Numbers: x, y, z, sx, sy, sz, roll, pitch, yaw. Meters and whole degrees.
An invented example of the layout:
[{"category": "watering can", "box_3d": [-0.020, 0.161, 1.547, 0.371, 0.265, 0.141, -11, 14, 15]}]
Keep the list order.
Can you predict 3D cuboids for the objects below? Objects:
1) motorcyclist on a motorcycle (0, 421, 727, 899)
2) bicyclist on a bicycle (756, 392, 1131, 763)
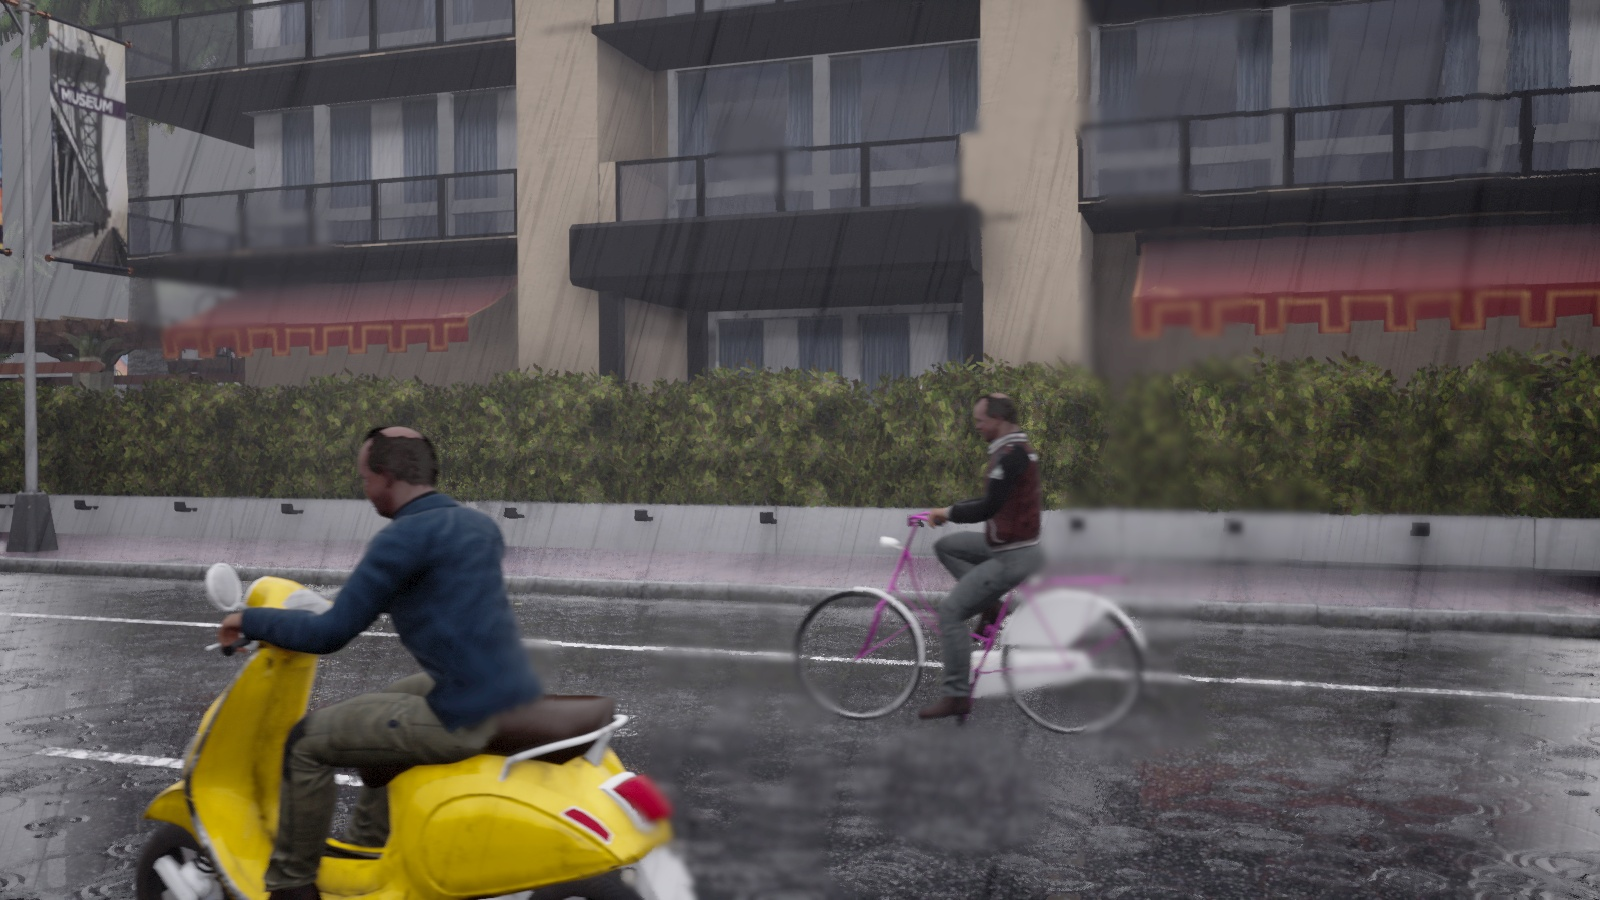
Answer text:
[{"category": "motorcyclist on a motorcycle", "box_3d": [-1.215, 0.719, 3.544, 1.817, 1.590, 0.866, 1, 1, 18]}, {"category": "bicyclist on a bicycle", "box_3d": [0.753, 0.595, 6.584, 1.843, 1.776, 0.659, 1, 1, 18]}]
